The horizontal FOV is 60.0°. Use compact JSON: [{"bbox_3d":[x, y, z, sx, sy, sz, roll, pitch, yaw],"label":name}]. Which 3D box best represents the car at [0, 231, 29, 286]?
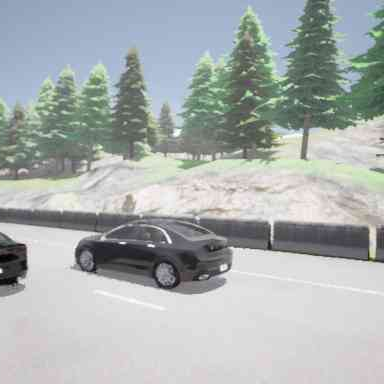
[{"bbox_3d":[-6.102,1.506,8.354,5.008,1.535,1.882,0,0,36],"label":"car"}]

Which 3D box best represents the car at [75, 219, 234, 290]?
[{"bbox_3d":[-1.224,1.521,9.171,4.892,1.490,1.837,0,0,36],"label":"car"}]
